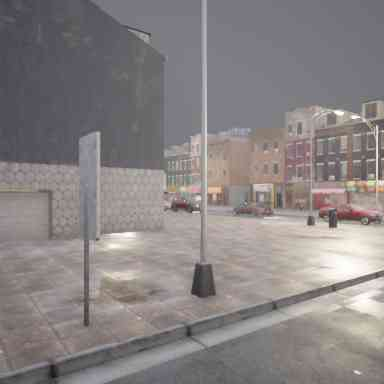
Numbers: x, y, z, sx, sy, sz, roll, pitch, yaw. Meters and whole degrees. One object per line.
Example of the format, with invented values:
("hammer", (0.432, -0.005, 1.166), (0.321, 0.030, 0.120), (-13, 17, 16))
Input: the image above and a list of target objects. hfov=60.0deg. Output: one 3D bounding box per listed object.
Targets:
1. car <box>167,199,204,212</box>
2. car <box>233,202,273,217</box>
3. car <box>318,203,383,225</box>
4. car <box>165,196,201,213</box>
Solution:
("car", (-0.964, 1.671, 42.267), (2.033, 1.411, 5.357), (0, 0, -35))
("car", (5.938, 1.644, 32.609), (1.994, 1.385, 4.181), (0, 0, -34))
("car", (11.665, 1.572, 24.565), (1.812, 1.442, 4.674), (0, 0, -36))
("car", (-0.477, 1.413, 37.201), (2.192, 1.841, 5.009), (0, 0, -36))
